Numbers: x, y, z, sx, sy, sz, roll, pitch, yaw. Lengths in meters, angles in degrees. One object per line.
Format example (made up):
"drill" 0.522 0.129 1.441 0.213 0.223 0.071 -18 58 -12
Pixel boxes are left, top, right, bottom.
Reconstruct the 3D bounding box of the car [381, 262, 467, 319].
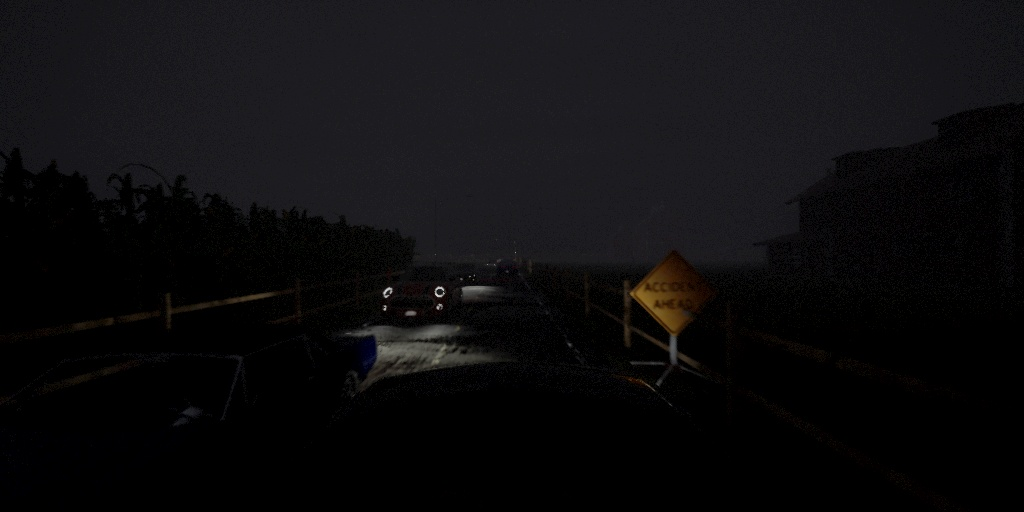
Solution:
"car" -3.019 1.090 12.775 2.097 1.767 4.553 -1 0 -1

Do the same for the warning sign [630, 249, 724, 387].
"warning sign" 2.419 0.830 5.373 1.300 1.860 1.060 0 0 -1

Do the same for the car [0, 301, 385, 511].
"car" -2.843 1.372 2.984 1.895 1.301 4.718 -1 0 -1

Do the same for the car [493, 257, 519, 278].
"car" -0.434 1.120 32.130 1.882 1.535 5.008 -1 0 -1

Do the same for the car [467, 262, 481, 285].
"car" -3.240 1.196 25.191 1.837 1.490 4.892 -1 1 -1
